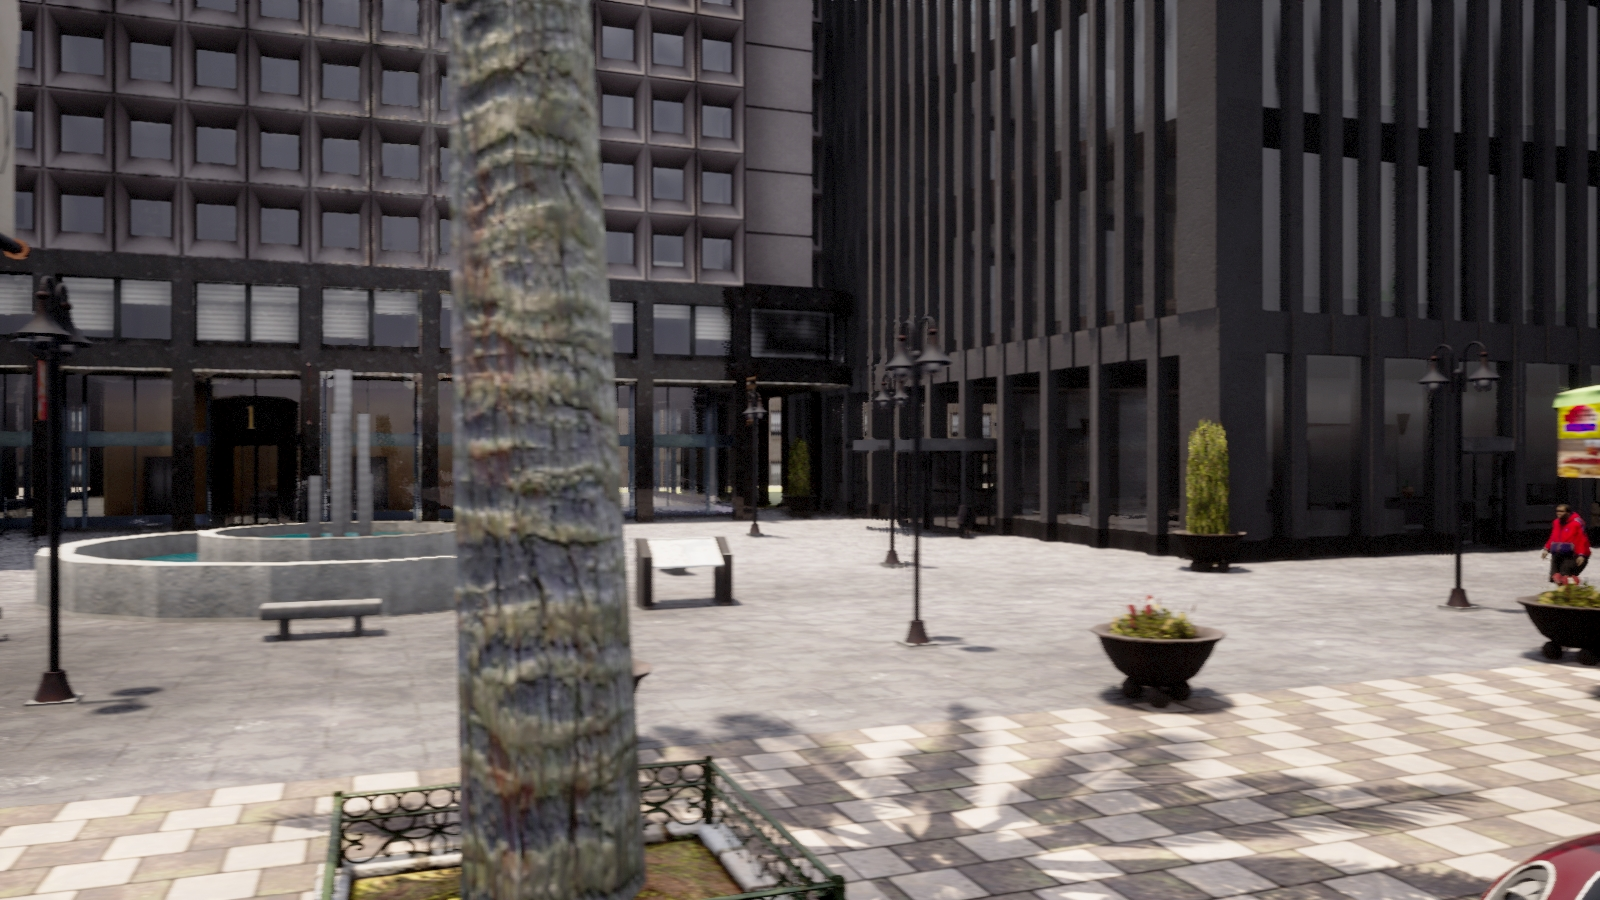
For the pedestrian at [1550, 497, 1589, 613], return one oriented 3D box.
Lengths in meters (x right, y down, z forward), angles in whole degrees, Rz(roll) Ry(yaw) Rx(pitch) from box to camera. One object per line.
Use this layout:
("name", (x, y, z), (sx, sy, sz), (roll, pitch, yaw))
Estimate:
("pedestrian", (12.597, 1.705, 18.697), (0.375, 1.860, 0.375), (0, 0, -14))
